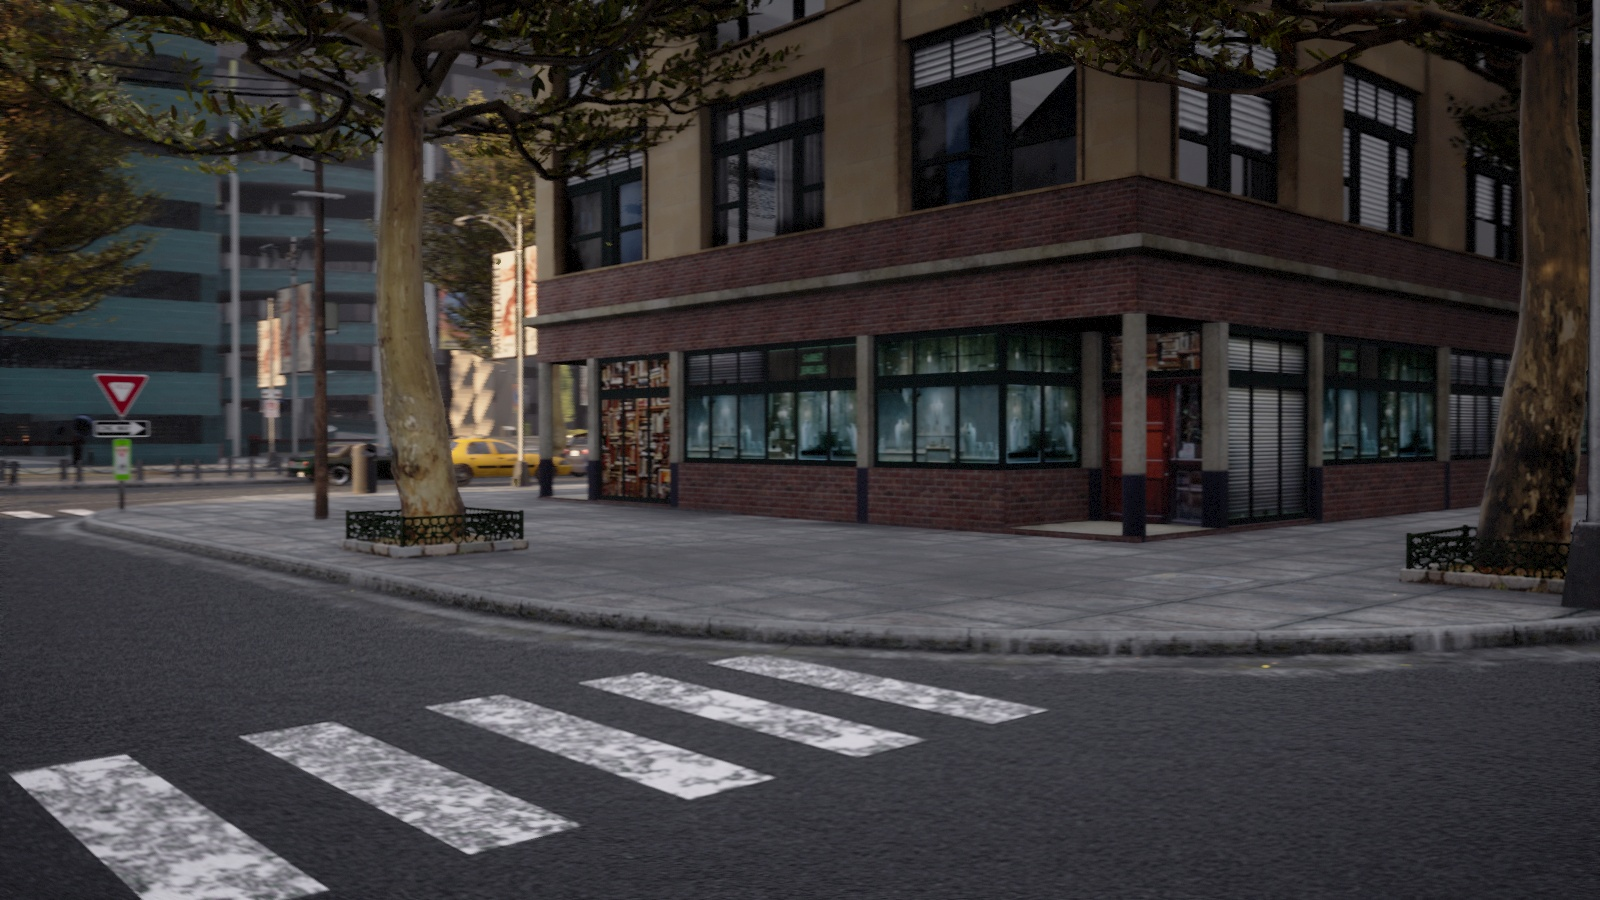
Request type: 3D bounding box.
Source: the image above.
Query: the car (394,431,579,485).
[{"bbox_3d":[-9.734,0.214,39.277,5.366,1.575,1.801,0,1,-41],"label":"car"}]

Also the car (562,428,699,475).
[{"bbox_3d":[-6.304,0.036,46.958,4.611,1.667,2.242,0,1,-41],"label":"car"}]

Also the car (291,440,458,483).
[{"bbox_3d":[-13.661,0.342,40.451,4.718,1.301,1.895,0,1,-41],"label":"car"}]
